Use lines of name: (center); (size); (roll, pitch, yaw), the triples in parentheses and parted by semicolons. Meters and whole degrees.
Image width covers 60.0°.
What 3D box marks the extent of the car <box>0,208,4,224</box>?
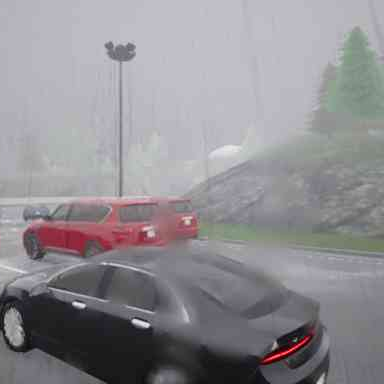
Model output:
car: (-15.152, 1.580, 24.511); (1.837, 1.490, 4.892); (-1, 0, -30)

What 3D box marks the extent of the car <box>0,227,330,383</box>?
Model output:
car: (-0.767, 1.516, 4.532); (4.892, 1.490, 1.837); (1, 0, 36)

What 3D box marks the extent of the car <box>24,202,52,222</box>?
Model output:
car: (-13.076, 1.640, 28.099); (1.994, 1.385, 4.181); (0, 0, -27)

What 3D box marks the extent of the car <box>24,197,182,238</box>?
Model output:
car: (-3.239, 1.246, 10.757); (5.566, 2.045, 2.150); (0, 0, 37)

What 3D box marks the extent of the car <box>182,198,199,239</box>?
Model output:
car: (-2.274, 1.251, 14.437); (5.566, 2.045, 2.150); (0, 0, 38)
